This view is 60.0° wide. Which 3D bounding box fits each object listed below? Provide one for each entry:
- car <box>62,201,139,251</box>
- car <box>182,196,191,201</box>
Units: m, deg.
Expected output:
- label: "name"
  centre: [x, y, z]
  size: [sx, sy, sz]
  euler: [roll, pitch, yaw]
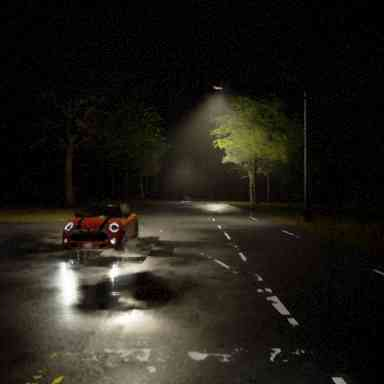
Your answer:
- label: "car"
  centre: [-3.480, 1.208, 13.418]
  size: [2.097, 1.767, 4.553]
  euler: [1, 0, 0]
- label: "car"
  centre: [-1.473, 1.776, 92.716]
  size: [1.882, 1.535, 5.008]
  euler: [0, 0, 7]
